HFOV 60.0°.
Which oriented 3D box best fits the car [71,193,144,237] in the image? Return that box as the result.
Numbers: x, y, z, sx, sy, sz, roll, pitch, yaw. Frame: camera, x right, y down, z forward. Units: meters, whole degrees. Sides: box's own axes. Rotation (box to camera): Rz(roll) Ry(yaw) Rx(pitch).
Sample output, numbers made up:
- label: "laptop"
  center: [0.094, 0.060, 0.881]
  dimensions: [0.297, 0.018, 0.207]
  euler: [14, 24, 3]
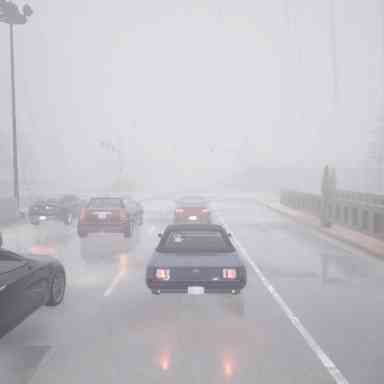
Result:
- label: "car"
  center: [-3.466, 0.841, 14.932]
  dimensions: [2.097, 1.767, 4.553]
  euler: [0, 3, 0]

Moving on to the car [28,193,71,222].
- label: "car"
  center: [-6.982, 0.820, 17.926]
  dimensions: [1.837, 1.490, 4.892]
  euler: [0, 3, 0]

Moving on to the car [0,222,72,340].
- label: "car"
  center: [-3.419, 1.463, 4.742]
  dimensions: [1.812, 1.442, 4.674]
  euler: [0, 1, 0]

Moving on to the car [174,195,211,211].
- label: "car"
  center: [0.022, 0.877, 17.362]
  dimensions: [1.812, 1.442, 4.674]
  euler: [0, 3, 0]

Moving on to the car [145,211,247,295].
- label: "car"
  center: [0.069, 1.429, 8.290]
  dimensions: [1.895, 1.301, 4.718]
  euler: [0, 2, 0]
